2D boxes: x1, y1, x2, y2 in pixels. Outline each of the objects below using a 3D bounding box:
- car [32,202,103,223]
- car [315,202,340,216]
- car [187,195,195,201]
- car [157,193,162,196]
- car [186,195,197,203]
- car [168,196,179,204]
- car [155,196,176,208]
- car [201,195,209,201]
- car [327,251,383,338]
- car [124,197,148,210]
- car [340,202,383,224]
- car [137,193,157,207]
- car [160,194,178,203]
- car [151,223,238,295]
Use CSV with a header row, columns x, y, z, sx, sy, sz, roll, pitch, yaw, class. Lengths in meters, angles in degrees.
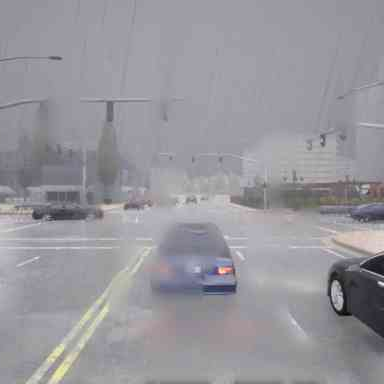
x,y,z,sx,sy,sz,roll,pitch,yaw,class
-9.307,1.477,25.111,5.008,1.535,1.882,0,0,-16,car
14.343,1.601,31.778,4.718,1.301,1.895,0,0,1,car
-0.278,1.478,84.489,1.882,1.535,5.008,0,0,0,car
-7.264,1.352,61.797,2.097,1.767,4.553,0,0,0,car
-0.120,1.352,66.643,2.097,1.767,4.553,0,0,0,car
-3.748,1.564,66.670,1.994,1.385,4.181,0,0,0,car
-3.755,1.601,47.532,1.895,1.301,4.718,0,0,0,car
3.222,1.552,84.534,1.994,1.385,4.181,0,0,0,car
3.547,1.505,4.610,1.837,1.490,4.892,0,0,0,car
-7.286,1.601,42.226,1.895,1.301,4.718,0,0,1,car
13.805,1.525,24.505,4.674,1.442,1.812,0,0,-1,car
-7.260,1.221,51.870,2.150,2.045,5.566,0,0,0,car
-3.771,1.491,56.803,2.128,1.511,4.902,0,0,0,car
0.054,1.547,8.855,2.033,1.411,5.357,0,0,0,car
